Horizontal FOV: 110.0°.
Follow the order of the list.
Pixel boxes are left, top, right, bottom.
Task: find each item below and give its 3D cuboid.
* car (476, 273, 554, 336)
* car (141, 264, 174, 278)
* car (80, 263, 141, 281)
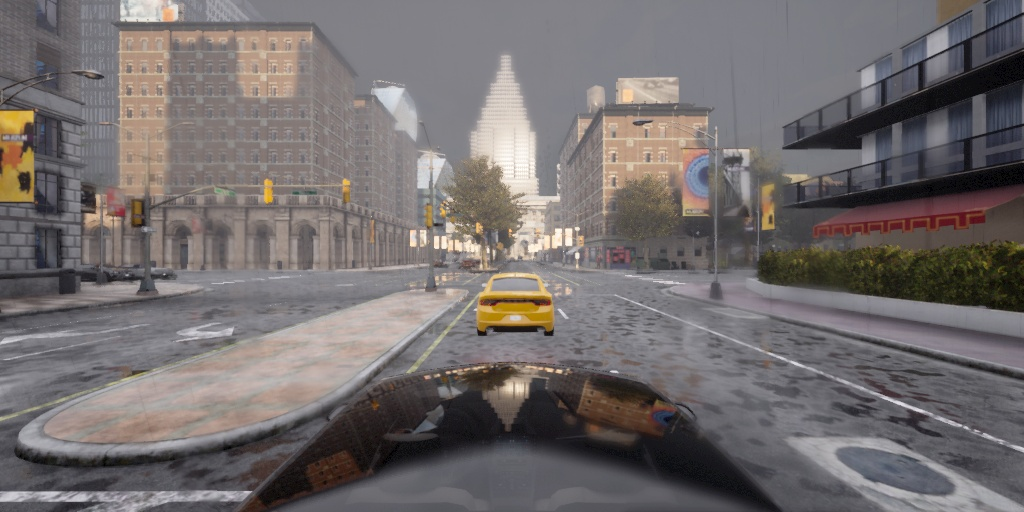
[{"bbox_3d":[0.092,1.228,10.455,1.882,1.535,5.008,0,0,0],"label":"car"},{"bbox_3d":[-33.668,1.351,32.451,4.718,1.301,1.895,0,0,0],"label":"car"},{"bbox_3d":[-33.416,1.276,28.953,4.674,1.442,1.812,0,0,0],"label":"car"}]
